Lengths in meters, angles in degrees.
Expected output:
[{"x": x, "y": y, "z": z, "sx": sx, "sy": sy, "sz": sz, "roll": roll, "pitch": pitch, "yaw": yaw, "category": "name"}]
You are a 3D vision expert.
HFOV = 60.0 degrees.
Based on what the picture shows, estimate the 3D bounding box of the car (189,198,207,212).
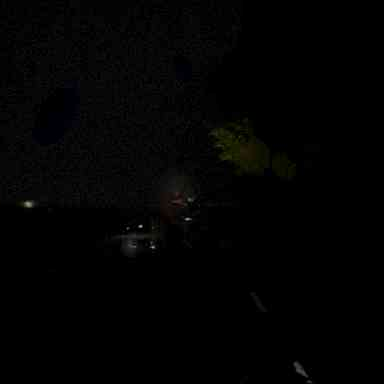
[{"x": 0.937, "y": 1.724, "z": 45.451, "sx": 2.097, "sy": 1.767, "sz": 4.553, "roll": 0, "pitch": 0, "yaw": 0, "category": "car"}]

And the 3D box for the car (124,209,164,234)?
[{"x": -2.859, "y": 1.736, "z": 20.552, "sx": 1.994, "sy": 1.385, "sz": 4.181, "roll": 0, "pitch": -1, "yaw": 0, "category": "car"}]

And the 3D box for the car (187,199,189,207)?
[{"x": -0.034, "y": 2.035, "z": 63.038, "sx": 2.033, "sy": 1.411, "sz": 5.357, "roll": 0, "pitch": 0, "yaw": 0, "category": "car"}]

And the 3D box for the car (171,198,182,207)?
[{"x": -2.809, "y": 1.963, "z": 62.669, "sx": 1.882, "sy": 1.535, "sz": 5.008, "roll": 0, "pitch": 0, "yaw": 1, "category": "car"}]

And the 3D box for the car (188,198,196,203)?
[{"x": -0.044, "y": 2.024, "z": 80.366, "sx": 1.895, "sy": 1.301, "sz": 4.718, "roll": 0, "pitch": 0, "yaw": 0, "category": "car"}]
